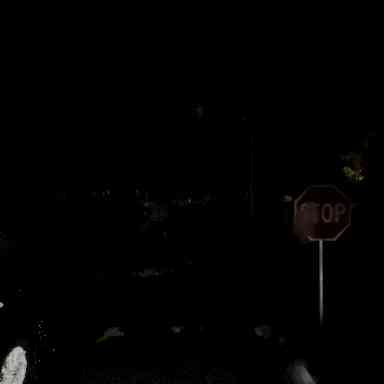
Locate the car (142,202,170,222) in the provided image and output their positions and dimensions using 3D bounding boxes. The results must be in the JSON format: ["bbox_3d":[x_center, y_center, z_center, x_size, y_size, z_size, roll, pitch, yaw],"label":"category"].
[{"bbox_3d":[-2.719,1.523,26.006,1.812,1.442,4.674,0,0,0],"label":"car"}]

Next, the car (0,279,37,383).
[{"bbox_3d":[-2.746,1.520,2.051,1.837,1.490,4.892,0,0,0],"label":"car"}]
